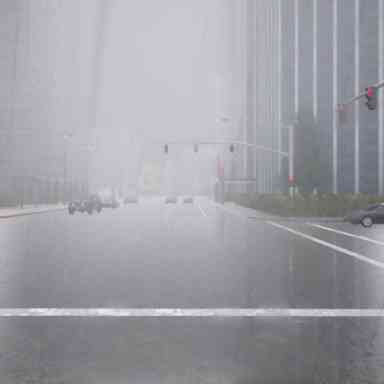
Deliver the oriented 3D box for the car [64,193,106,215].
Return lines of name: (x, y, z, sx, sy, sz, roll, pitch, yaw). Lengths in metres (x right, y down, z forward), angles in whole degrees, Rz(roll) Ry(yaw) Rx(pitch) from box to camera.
car: (-11.085, 1.221, 34.864, 2.150, 2.045, 5.566, 0, 0, -1)

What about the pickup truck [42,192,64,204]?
pickup truck: (-24.321, 1.058, 60.016, 2.390, 2.098, 6.274, 0, 0, 30)

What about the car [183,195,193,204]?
car: (-0.743, 1.525, 65.316, 1.812, 1.442, 4.674, 0, 0, 0)

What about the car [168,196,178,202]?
car: (-4.324, 1.539, 75.238, 2.033, 1.411, 5.357, 0, 0, 0)

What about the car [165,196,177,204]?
car: (-4.140, 1.600, 64.977, 1.895, 1.301, 4.718, 0, 0, 0)

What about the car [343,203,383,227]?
car: (12.634, 1.505, 22.053, 4.892, 1.490, 1.837, 0, 0, 0)

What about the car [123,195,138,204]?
car: (-11.268, 1.351, 61.291, 2.097, 1.767, 4.553, 0, 0, 0)

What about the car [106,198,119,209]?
car: (-11.171, 1.563, 44.906, 1.994, 1.385, 4.181, 0, 0, 0)

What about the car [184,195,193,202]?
car: (-0.828, 1.385, 75.567, 1.882, 1.535, 5.008, 0, 0, 0)
